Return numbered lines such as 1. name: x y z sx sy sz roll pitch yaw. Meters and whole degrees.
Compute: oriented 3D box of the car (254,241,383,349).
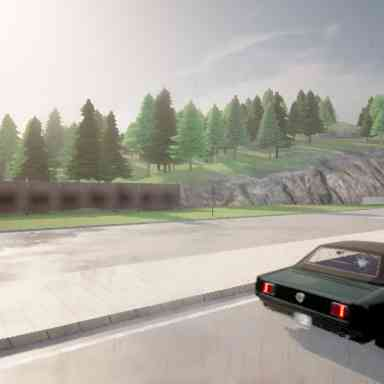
1. car: 3.457 1.601 6.212 4.718 1.301 1.895 0 0 -36
